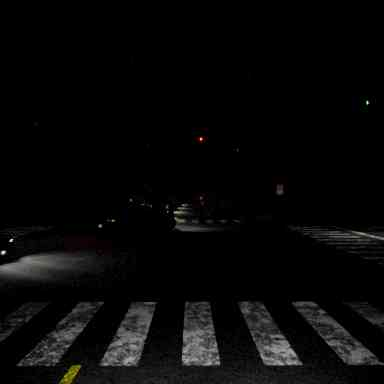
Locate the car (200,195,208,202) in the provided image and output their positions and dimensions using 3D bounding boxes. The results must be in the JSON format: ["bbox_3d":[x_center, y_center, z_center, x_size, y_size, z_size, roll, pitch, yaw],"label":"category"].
[{"bbox_3d":[2.843,1.453,79.507,1.801,1.575,5.366,0,0,0],"label":"car"}]

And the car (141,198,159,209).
[{"bbox_3d":[-5.583,1.569,44.709,1.947,1.339,4.313,0,0,0],"label":"car"}]

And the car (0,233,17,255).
[{"bbox_3d":[-8.641,1.539,10.603,5.357,1.411,2.033,0,0,0],"label":"car"}]

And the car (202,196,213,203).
[{"bbox_3d":[3.084,1.551,67.336,2.008,1.369,4.403,0,0,0],"label":"car"}]

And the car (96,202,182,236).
[{"bbox_3d":[-3.006,1.526,18.407,4.674,1.442,1.812,0,1,-45],"label":"car"}]

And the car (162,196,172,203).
[{"bbox_3d":[-5.406,1.543,73.049,1.887,1.381,4.507,0,0,0],"label":"car"}]

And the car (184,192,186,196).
[{"bbox_3d":[-2.666,1.354,62.362,2.097,1.767,4.553,0,0,1],"label":"car"}]

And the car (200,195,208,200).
[{"bbox_3d":[3.226,1.558,90.013,1.947,1.339,4.313,0,0,0],"label":"car"}]

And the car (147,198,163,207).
[{"bbox_3d":[-5.548,1.585,50.377,1.802,1.307,4.206,0,0,0],"label":"car"}]

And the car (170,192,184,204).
[{"bbox_3d":[-2.772,1.225,52.136,2.150,2.045,5.566,0,0,1],"label":"car"}]

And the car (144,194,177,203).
[{"bbox_3d":[-2.944,1.354,32.071,2.097,1.767,4.553,0,0,2],"label":"car"}]

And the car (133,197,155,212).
[{"bbox_3d":[-5.619,1.443,39.041,1.967,1.590,4.097,0,0,0],"label":"car"}]

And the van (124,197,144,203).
[{"bbox_3d":[-5.654,1.343,33.372,1.690,1.788,3.998,0,0,0],"label":"van"}]

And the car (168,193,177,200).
[{"bbox_3d":[-5.299,1.307,90.055,2.192,1.841,5.009,0,0,0],"label":"car"}]

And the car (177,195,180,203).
[{"bbox_3d":[-2.840,1.481,42.009,1.882,1.535,5.008,0,0,1],"label":"car"}]

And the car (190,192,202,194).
[{"bbox_3d":[0.459,1.224,73.961,2.150,2.045,5.566,0,0,0],"label":"car"}]

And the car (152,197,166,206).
[{"bbox_3d":[-5.512,1.569,56.045,1.947,1.339,4.313,0,0,0],"label":"car"}]

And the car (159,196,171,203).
[{"bbox_3d":[-5.441,1.567,67.382,1.947,1.339,4.313,0,0,0],"label":"car"}]

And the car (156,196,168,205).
[{"bbox_3d":[-5.478,1.527,61.543,1.752,1.417,4.829,0,0,0],"label":"car"}]

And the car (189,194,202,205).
[{"bbox_3d":[0.468,1.564,60.105,1.994,1.385,4.181,0,0,1],"label":"car"}]

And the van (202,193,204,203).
[{"bbox_3d":[3.013,1.344,55.998,1.690,1.788,3.998,0,0,0],"label":"van"}]

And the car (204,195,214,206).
[{"bbox_3d":[2.942,1.443,44.659,1.967,1.590,4.097,0,0,0],"label":"car"}]

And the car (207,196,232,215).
[{"bbox_3d":[2.871,1.442,33.321,1.967,1.590,4.097,0,0,0],"label":"car"}]
